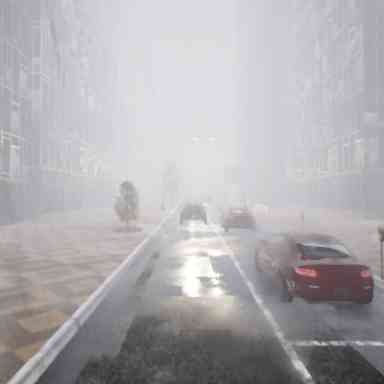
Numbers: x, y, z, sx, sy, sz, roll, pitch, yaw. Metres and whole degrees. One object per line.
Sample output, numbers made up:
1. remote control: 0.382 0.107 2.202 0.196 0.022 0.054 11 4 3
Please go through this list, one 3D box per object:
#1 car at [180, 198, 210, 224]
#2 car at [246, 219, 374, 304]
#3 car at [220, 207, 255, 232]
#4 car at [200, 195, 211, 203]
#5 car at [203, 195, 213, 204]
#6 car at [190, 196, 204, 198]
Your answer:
1. car: 0.087 1.420 23.840 1.812 1.442 4.674 0 0 0
2. car: 2.573 1.545 7.783 1.802 1.307 4.206 1 0 0
3. car: 2.567 1.497 18.917 1.802 1.307 4.206 1 0 0
4. car: 2.544 1.331 63.457 1.802 1.307 4.206 1 0 0
5. car: 2.549 1.208 57.889 1.967 1.590 4.097 1 0 0
6. car: 0.079 1.375 41.150 2.033 1.411 5.357 0 0 0
